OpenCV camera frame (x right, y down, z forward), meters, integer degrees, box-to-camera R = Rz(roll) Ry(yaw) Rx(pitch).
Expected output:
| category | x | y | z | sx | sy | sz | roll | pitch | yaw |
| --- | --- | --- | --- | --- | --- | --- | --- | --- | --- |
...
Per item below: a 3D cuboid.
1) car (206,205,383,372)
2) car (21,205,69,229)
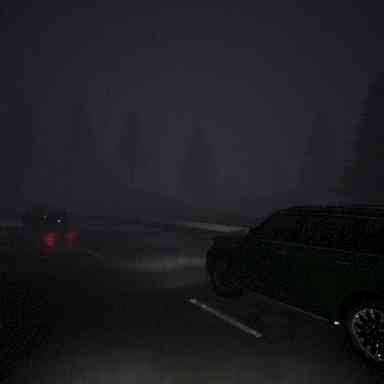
| category | x | y | z | sx | sy | sz | roll | pitch | yaw |
| --- | --- | --- | --- | --- | --- | --- | --- | --- | --- |
| car | 2.456 | 1.243 | 6.076 | 2.150 | 2.045 | 5.566 | 0 | 0 | -30 |
| car | -9.749 | 1.599 | 22.079 | 1.812 | 1.442 | 4.674 | 0 | 0 | -44 |
